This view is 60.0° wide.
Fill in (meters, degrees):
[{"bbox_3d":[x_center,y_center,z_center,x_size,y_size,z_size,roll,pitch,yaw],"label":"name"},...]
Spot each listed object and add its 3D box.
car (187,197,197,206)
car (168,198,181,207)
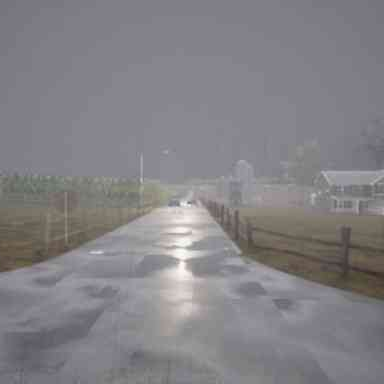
[{"bbox_3d":[-0.003,1.657,58.901,2.033,1.411,5.357,0,0,0],"label":"car"},{"bbox_3d":[-2.752,1.649,52.677,2.033,1.411,5.357,0,0,0],"label":"car"}]
